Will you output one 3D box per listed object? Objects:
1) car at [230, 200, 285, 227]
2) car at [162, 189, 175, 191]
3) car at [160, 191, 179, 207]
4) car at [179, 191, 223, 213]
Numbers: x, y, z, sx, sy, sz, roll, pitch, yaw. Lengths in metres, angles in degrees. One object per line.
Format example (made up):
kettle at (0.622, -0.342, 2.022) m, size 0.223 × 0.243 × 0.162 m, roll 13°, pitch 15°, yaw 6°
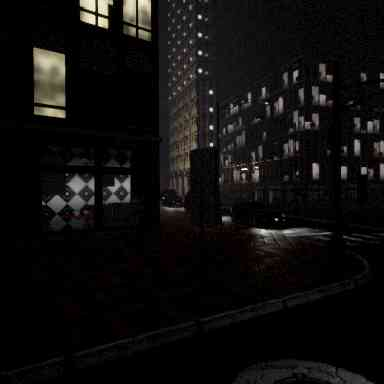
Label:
car at (4.106, 1.316, 21.553) m, size 1.837 × 1.490 × 4.892 m, roll -1°, pitch 1°, yaw -19°
car at (-4.033, 0.536, 54.579) m, size 2.150 × 2.045 × 5.566 m, roll -1°, pitch 1°, yaw -18°
car at (-2.403, 1.036, 40.680) m, size 1.837 × 1.490 × 4.892 m, roll -1°, pitch 1°, yaw -18°
car at (0.899, 0.895, 30.954) m, size 2.150 × 2.045 × 5.566 m, roll -1°, pitch 1°, yaw -19°
